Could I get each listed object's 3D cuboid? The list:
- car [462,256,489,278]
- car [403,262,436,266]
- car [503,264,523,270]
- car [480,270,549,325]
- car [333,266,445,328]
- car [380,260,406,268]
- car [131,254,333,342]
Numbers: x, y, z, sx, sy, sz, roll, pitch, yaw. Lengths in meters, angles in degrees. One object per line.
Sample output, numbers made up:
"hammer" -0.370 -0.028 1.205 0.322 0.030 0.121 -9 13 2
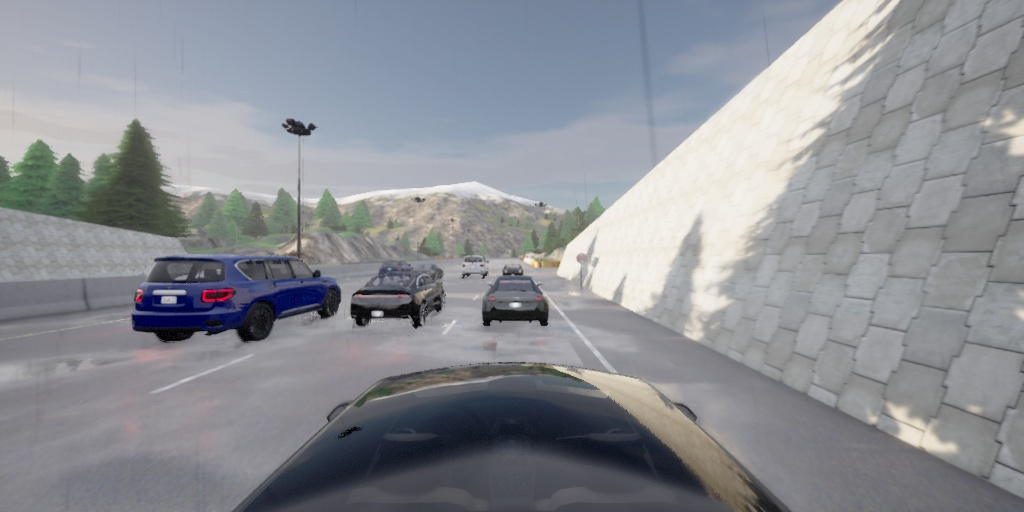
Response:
"car" -3.414 1.005 33.884 2.150 2.045 5.566 0 0 0
"car" -6.913 1.327 29.432 2.033 1.411 5.357 0 0 0
"car" 0.086 1.384 33.283 1.895 1.301 4.718 0 0 0
"car" 0.095 1.325 11.902 1.994 1.385 4.181 0 0 0
"car" -3.406 1.252 11.506 2.128 1.511 4.902 0 0 0
"car" -10.414 1.134 32.620 2.097 1.767 4.553 0 0 0
"car" -6.904 0.980 9.898 2.150 2.045 5.566 0 0 0
